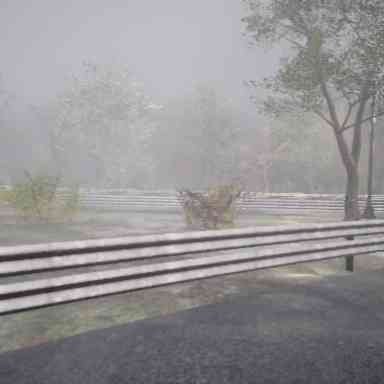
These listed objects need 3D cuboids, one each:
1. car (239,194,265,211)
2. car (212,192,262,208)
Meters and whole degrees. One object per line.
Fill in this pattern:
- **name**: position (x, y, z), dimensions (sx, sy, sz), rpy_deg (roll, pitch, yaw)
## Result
- **car**: position (4.581, 0.947, 31.425), dimensions (4.674, 1.442, 1.812), rpy_deg (1, 2, 1)
- **car**: position (4.647, 0.813, 34.923), dimensions (4.902, 1.511, 2.128), rpy_deg (1, 2, 1)
